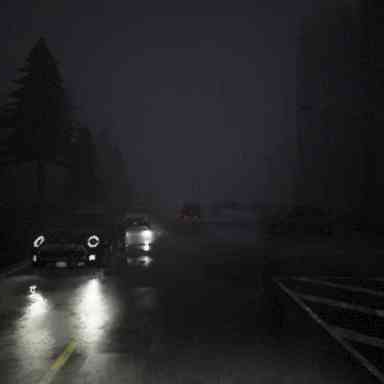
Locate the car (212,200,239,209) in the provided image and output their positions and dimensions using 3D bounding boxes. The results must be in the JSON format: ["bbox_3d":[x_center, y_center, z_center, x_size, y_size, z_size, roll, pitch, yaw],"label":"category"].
[{"bbox_3d":[5.250,1.998,52.073,4.181,1.381,1.994,0,0,-1],"label":"car"}]

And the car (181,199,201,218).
[{"bbox_3d":[-0.093,1.764,33.208,1.882,1.535,5.008,0,0,0],"label":"car"}]

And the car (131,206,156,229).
[{"bbox_3d":[-3.635,1.730,23.616,1.812,1.442,4.674,0,0,0],"label":"car"}]

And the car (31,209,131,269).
[{"bbox_3d":[-3.661,1.453,11.528,2.097,1.767,4.553,0,-1,0],"label":"car"}]

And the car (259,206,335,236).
[{"bbox_3d":[5.936,1.648,19.069,3.988,1.617,1.851,0,0,-1],"label":"car"}]
